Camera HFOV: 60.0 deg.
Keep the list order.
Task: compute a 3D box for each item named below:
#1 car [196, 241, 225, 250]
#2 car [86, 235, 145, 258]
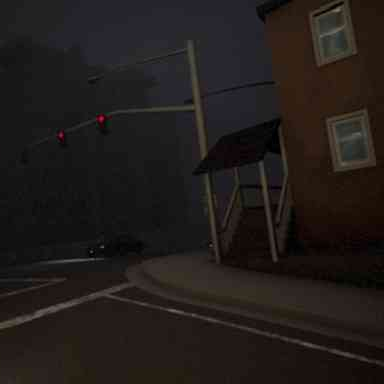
[{"bbox_3d":[2.360,5.803,34.390,2.097,1.767,4.553,-10,-19,34],"label":"car"},{"bbox_3d":[-5.324,3.848,23.861,1.812,1.442,4.674,-10,-10,33],"label":"car"}]
